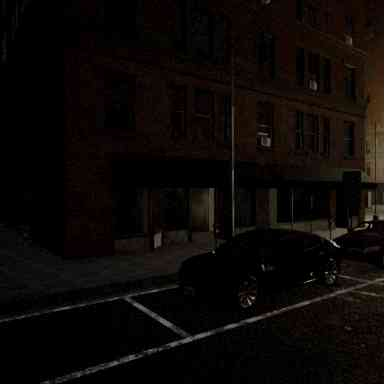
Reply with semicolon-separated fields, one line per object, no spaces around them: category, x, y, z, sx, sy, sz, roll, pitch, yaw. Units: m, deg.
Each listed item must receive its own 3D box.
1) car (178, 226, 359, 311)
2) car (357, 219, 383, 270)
car;1.731;1.566;7.754;4.313;1.339;1.947;0;0;-35
car;6.217;1.582;10.938;4.206;1.307;1.802;0;0;-35
